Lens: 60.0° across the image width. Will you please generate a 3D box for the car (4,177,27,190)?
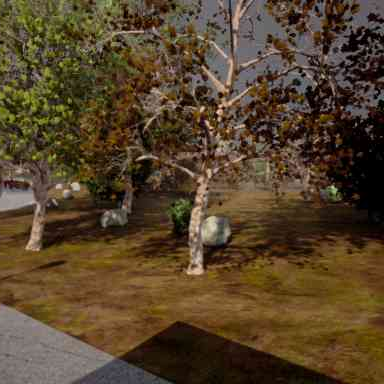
[{"bbox_3d":[-21.681,-1.112,40.533,1.882,1.535,5.008,2,3,-42],"label":"car"}]
